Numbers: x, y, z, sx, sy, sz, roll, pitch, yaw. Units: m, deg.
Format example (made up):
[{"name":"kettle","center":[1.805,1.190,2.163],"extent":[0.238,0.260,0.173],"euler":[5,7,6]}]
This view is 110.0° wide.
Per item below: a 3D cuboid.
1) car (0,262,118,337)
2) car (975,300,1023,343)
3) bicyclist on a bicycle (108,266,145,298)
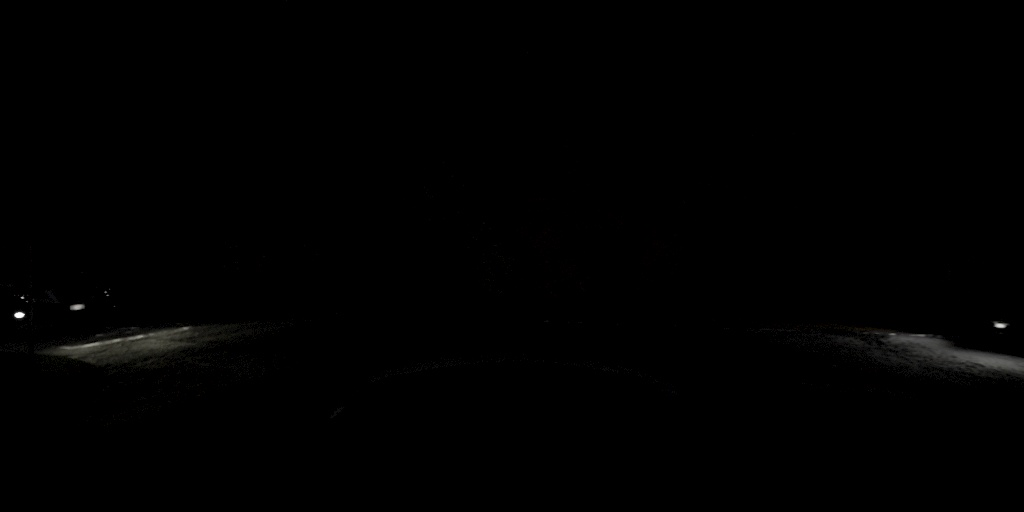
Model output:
[{"name":"car","center":[-14.619,1.054,10.435],"extent":[5.566,2.045,2.150],"euler":[0,0,12]},{"name":"car","center":[12.992,1.273,7.283],"extent":[4.892,1.490,1.837],"euler":[0,0,13]},{"name":"bicyclist on a bicycle","center":[-18.926,1.312,17.518],"extent":[0.582,1.620,1.656],"euler":[0,0,13]}]
